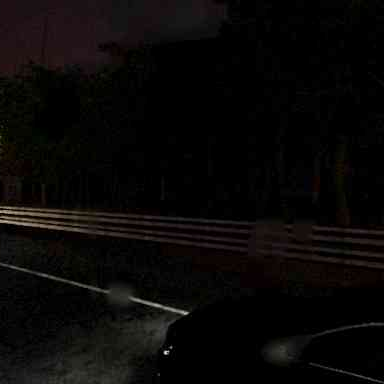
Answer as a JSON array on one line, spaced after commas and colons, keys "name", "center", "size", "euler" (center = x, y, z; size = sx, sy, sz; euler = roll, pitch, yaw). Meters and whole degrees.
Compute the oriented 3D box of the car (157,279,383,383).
[{"name": "car", "center": [1.898, 1.505, 2.625], "size": [4.892, 1.490, 1.837], "euler": [0, 0, 35]}]
